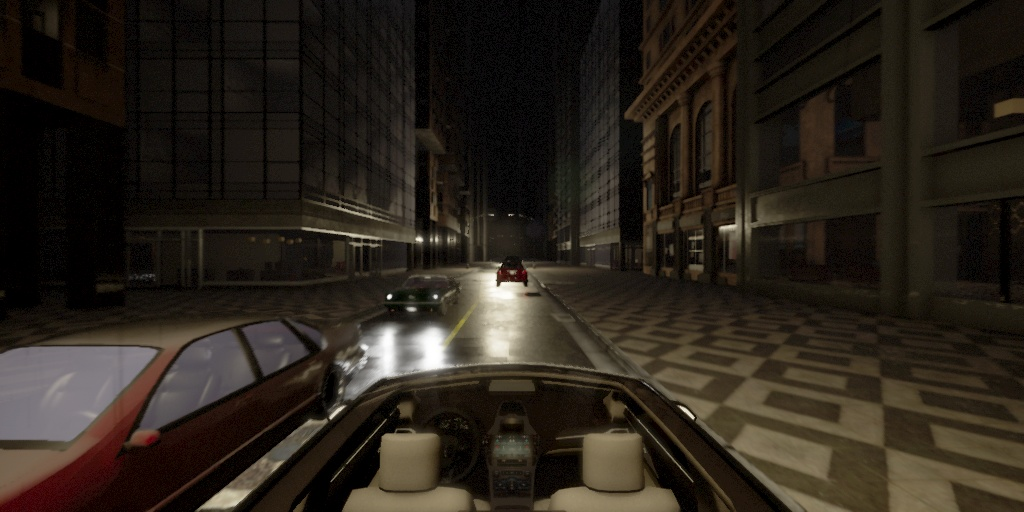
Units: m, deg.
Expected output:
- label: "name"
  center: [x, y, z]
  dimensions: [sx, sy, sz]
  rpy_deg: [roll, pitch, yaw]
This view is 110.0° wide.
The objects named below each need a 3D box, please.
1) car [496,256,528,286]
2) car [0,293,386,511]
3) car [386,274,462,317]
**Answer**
- label: "car"
  center: [0.015, 1.092, 24.994]
  dimensions: [2.097, 1.767, 4.553]
  rpy_deg: [0, 0, 0]
- label: "car"
  center: [-3.095, 1.297, 3.124]
  dimensions: [2.033, 1.411, 5.357]
  rpy_deg: [0, 0, 0]
- label: "car"
  center: [-3.092, 1.345, 13.305]
  dimensions: [1.895, 1.301, 4.718]
  rpy_deg: [0, 0, 0]
